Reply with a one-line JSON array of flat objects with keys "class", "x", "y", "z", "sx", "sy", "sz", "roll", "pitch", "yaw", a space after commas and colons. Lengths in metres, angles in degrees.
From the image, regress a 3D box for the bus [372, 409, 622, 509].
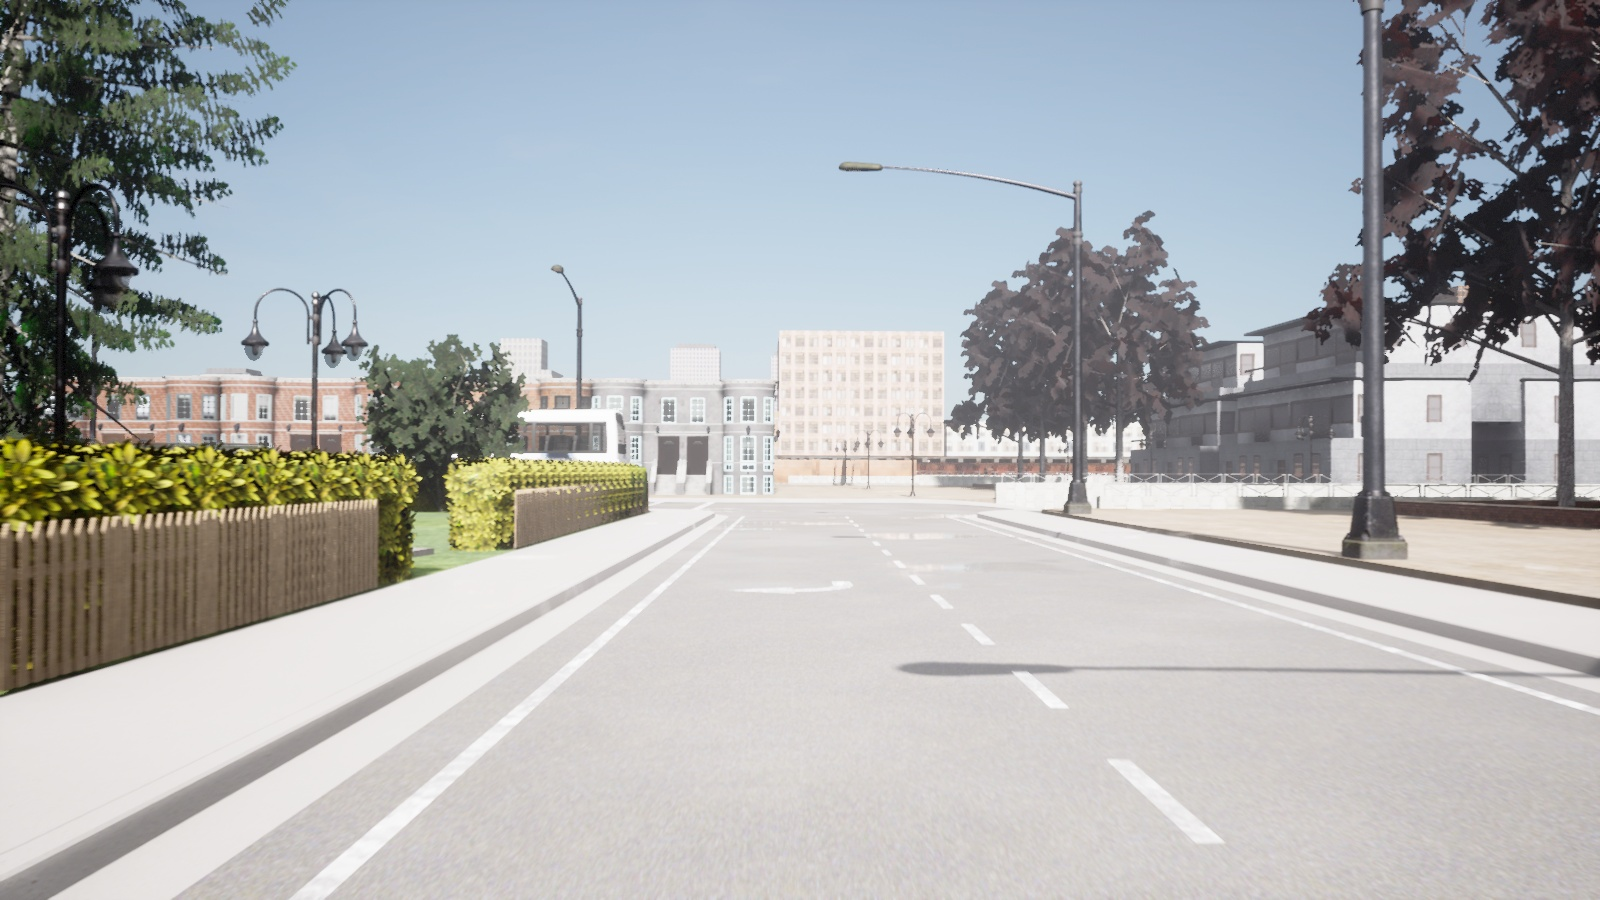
[{"class": "bus", "x": -13.452, "y": 0.439, "z": 56.564, "sx": 10.273, "sy": 4.253, "sz": 3.944, "roll": 0, "pitch": -1, "yaw": 0}]
